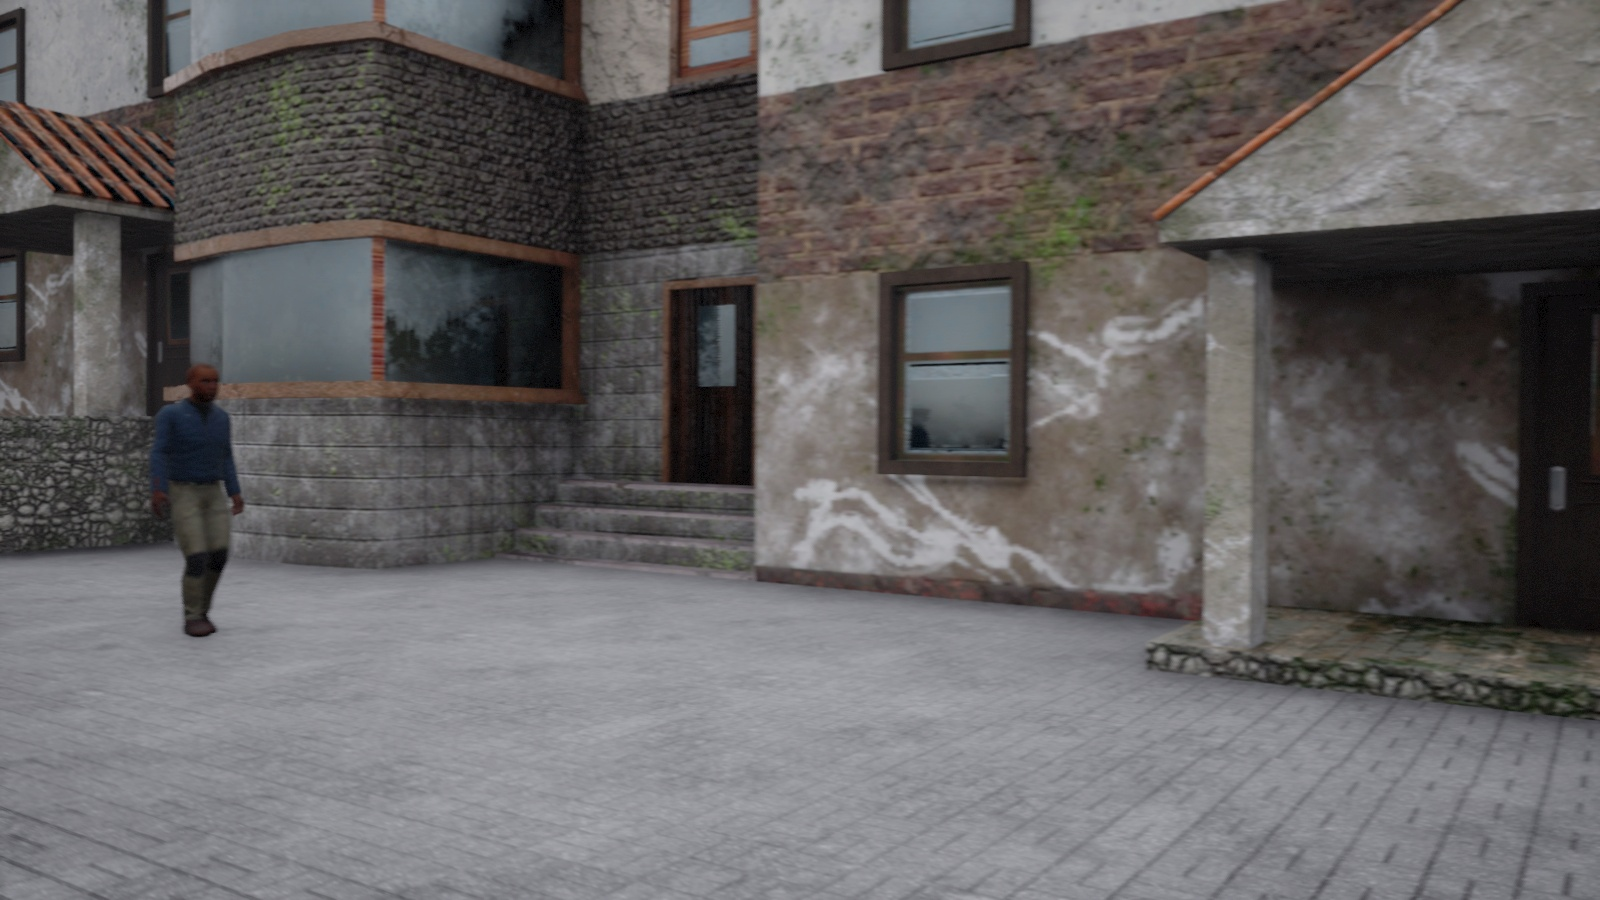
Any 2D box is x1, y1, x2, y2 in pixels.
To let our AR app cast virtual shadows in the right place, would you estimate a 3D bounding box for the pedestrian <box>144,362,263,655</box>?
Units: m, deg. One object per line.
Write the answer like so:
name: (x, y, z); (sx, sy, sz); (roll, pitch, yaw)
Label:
pedestrian: (-3.908, 0.363, 8.222); (0.726, 1.835, 0.370); (0, 1, 36)
